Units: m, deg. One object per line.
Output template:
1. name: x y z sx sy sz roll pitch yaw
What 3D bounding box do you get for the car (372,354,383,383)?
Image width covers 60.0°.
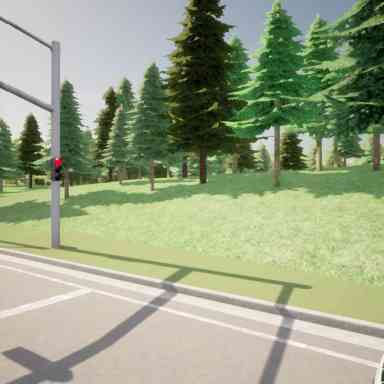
1. car: 3.381 1.352 1.583 4.553 1.767 2.097 0 0 35
